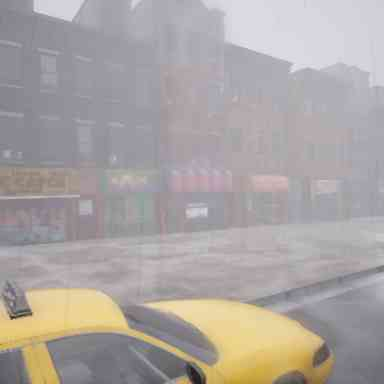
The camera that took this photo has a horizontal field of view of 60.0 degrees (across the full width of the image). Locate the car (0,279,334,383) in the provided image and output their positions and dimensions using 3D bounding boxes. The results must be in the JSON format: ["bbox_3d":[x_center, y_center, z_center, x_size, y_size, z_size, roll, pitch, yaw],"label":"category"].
[{"bbox_3d":[-1.022,1.455,2.551,5.366,1.575,1.801,0,0,-36],"label":"car"}]
